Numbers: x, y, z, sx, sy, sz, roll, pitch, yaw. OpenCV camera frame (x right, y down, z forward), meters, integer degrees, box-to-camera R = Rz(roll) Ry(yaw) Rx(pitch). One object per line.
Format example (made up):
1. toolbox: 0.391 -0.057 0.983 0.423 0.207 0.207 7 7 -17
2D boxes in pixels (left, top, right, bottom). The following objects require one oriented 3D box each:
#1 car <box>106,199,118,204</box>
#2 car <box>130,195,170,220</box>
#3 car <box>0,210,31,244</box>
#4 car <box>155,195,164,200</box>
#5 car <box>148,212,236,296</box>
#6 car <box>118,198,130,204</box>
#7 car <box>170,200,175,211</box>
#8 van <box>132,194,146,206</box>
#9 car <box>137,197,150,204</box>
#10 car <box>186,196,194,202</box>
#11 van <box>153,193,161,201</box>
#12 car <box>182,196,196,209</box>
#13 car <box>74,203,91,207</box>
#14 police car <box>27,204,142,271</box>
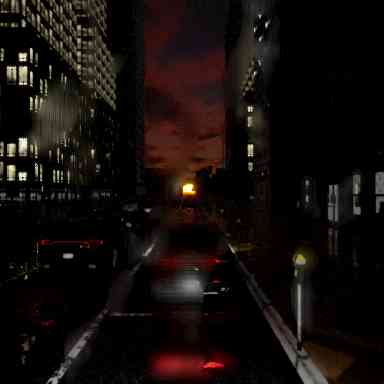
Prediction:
1. car: -8.833 1.537 38.569 2.008 1.369 4.403 0 0 0
2. car: -3.066 1.346 25.274 2.097 1.767 4.553 0 0 0
3. car: -8.833 1.563 15.800 1.947 1.339 4.313 0 0 0
4. car: -8.832 1.504 89.799 1.947 1.339 4.313 0 0 0
5. car: 0.000 1.503 8.649 1.837 1.490 4.892 0 0 0
6. car: -6.229 1.513 35.494 1.812 1.442 4.674 0 0 0
7. car: -3.064 1.586 40.416 1.895 1.301 4.718 0 0 0
8. van: -8.832 1.315 55.646 1.690 1.788 3.998 0 0 0
9. car: -8.832 1.550 61.338 1.802 1.307 4.206 0 0 0
10. car: -0.452 1.533 78.399 1.802 1.307 4.206 0 0 0
11. van: -8.831 1.285 84.106 1.690 1.788 3.998 0 0 0
12. car: -0.452 1.548 44.248 1.947 1.339 4.313 0 0 0
13. car: -8.832 1.575 27.183 1.802 1.307 4.206 0 0 0
14. police car: -3.145 1.424 11.046 1.930 1.638 5.238 0 0 0
